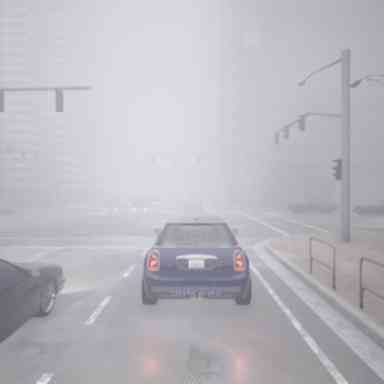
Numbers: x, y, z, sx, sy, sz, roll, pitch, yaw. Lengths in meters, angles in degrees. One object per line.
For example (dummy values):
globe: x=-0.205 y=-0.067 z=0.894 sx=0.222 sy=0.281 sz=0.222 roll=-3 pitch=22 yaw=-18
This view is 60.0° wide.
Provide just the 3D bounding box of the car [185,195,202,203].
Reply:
car: x=0.153 y=1.353 z=36.743 sx=1.994 sy=1.385 sz=4.181 roll=0 pitch=0 yaw=0

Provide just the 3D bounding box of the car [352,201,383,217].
car: x=16.499 y=1.434 z=28.778 sx=4.718 sy=1.301 sz=1.895 roll=0 pitch=0 yaw=1

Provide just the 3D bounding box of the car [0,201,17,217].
car: x=-17.511 y=1.400 z=28.782 sx=4.181 sy=1.385 sz=1.994 roll=0 pitch=0 yaw=6

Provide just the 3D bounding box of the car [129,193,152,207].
car: x=-6.989 y=1.241 z=45.949 sx=1.837 sy=1.490 sz=4.892 roll=0 pitch=0 yaw=-1

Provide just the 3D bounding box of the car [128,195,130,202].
car: x=-10.443 y=0.999 z=61.519 sx=2.097 sy=1.767 sz=4.553 roll=0 pitch=0 yaw=1

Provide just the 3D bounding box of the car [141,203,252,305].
car: x=0.091 y=1.305 z=8.141 sx=2.097 sy=1.767 sz=4.553 roll=0 pitch=0 yaw=0

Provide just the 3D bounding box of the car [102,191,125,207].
car: x=-10.555 y=1.096 z=44.891 sx=2.097 sy=1.767 sz=4.553 roll=0 pitch=0 yaw=1

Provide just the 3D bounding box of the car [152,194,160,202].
car: x=-6.943 y=1.151 z=61.666 sx=1.837 sy=1.490 sz=4.892 roll=0 pitch=1 yaw=1

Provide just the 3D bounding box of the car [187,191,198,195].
car: x=0.108 y=0.734 z=72.395 sx=2.150 sy=2.045 sz=5.566 roll=0 pitch=0 yaw=0

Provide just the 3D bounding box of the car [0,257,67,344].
car: x=-3.414 y=1.522 z=4.283 sx=2.033 sy=1.411 sz=5.357 roll=0 pitch=0 yaw=-1

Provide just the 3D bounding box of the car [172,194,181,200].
car: x=-3.392 y=1.051 z=72.371 sx=2.033 sy=1.411 sz=5.357 roll=0 pitch=0 yaw=0

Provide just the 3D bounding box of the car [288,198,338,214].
car: x=11.703 y=1.339 z=32.320 sx=4.674 sy=1.442 sz=1.812 roll=0 pitch=0 yaw=1
